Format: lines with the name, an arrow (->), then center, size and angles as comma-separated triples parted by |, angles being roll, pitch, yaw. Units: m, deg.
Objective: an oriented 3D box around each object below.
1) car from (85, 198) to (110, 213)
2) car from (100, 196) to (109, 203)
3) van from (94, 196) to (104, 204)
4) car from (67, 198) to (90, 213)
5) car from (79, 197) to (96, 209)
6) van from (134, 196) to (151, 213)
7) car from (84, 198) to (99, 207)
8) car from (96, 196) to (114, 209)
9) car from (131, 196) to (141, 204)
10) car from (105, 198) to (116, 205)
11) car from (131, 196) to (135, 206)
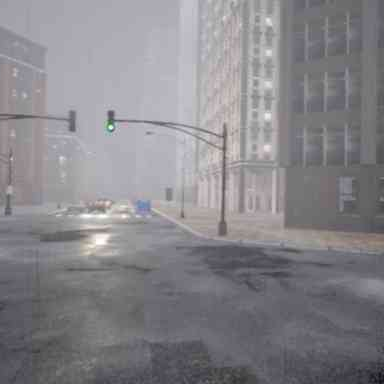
car -> -11.129, 1.767, 39.407 | 1.895, 1.301, 4.718 | 2, -1, -11
car -> -23.380, 1.963, 88.802 | 1.967, 1.590, 4.097 | 2, -1, -11
van -> -20.159, 1.706, 72.465 | 1.690, 1.788, 3.998 | 2, -1, -11
car -> -13.697, 1.632, 39.611 | 1.752, 1.417, 4.829 | 2, -1, -11
car -> -15.872, 1.629, 50.675 | 1.967, 1.590, 4.097 | 2, -1, -11
van -> -5.995, 1.652, 41.300 | 1.690, 1.788, 3.998 | 2, -1, -11
car -> -16.948, 1.797, 56.121 | 1.947, 1.339, 4.313 | 2, -1, -11
car -> -12.879, 1.584, 48.365 | 2.097, 1.767, 4.553 | 2, -1, -11
car -> -13.504, 1.931, 79.435 | 2.192, 1.841, 5.009 | 2, -1, -11
car -> -16.622, 1.940, 67.727 | 1.994, 1.385, 4.181 | 2, -1, -11
car -> -10.290, 2.023, 63.088 | 1.887, 1.381, 4.507 | 2, -1, -11
